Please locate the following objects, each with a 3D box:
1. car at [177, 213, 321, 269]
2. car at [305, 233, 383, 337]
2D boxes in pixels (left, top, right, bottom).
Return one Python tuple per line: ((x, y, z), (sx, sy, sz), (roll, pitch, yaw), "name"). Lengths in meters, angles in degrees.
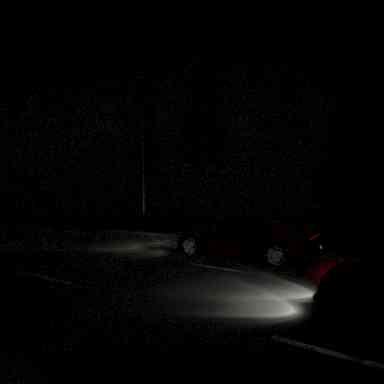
((1.780, 1.467, 11.270), (5.008, 1.535, 1.882), (0, 0, 34), "car")
((4.727, 1.550, 4.920), (5.357, 1.411, 2.033), (0, 0, 35), "car")
